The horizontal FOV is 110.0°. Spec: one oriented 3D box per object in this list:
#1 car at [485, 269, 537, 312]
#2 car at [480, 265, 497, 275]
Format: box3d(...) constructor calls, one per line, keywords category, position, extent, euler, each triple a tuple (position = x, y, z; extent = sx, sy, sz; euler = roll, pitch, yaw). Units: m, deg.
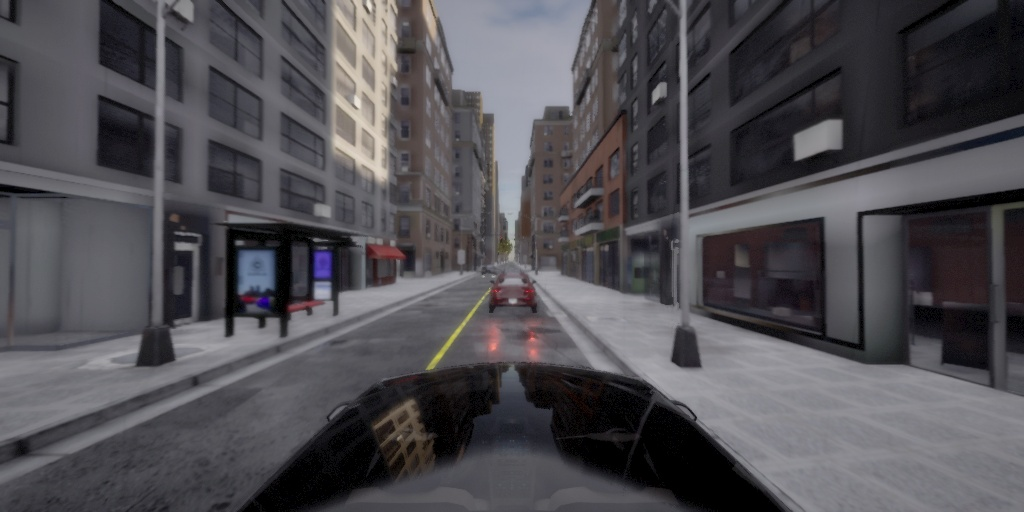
box3d(category="car", position=(0.053, 1.426, 14.870), extent=(1.812, 1.442, 4.674), euler=(0, 0, 0))
box3d(category="car", position=(-3.041, 1.855, 47.882), extent=(1.994, 1.385, 4.181), euler=(0, -1, 1))
